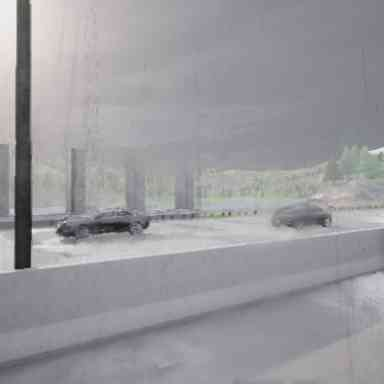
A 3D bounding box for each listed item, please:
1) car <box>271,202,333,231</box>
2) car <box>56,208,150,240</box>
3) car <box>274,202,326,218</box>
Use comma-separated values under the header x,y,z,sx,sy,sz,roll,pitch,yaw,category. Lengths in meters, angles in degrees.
x,y,z,sx,sy,sz,roll,pitch,yaw,category
7.267,1.627,21.847,4.892,1.490,1.837,1,-1,-35,car
-4.633,1.616,17.801,4.902,1.511,2.128,0,0,-35,car
10.755,1.729,32.842,5.357,1.411,2.033,0,0,-35,car
